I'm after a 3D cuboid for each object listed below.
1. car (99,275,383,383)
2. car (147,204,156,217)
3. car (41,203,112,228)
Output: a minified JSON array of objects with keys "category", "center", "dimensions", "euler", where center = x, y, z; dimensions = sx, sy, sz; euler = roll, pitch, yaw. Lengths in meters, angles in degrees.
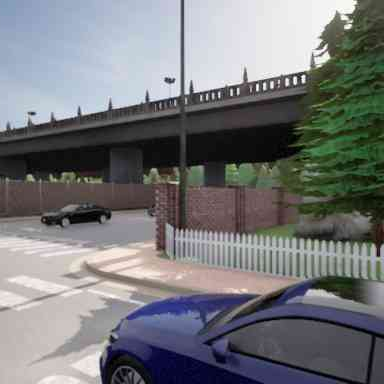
[{"category":"car","center":[1.193,1.525,2.922],"dimensions":[4.674,1.442,1.812],"euler":[0,0,36]},{"category":"car","center":[-2.113,1.396,31.322],"dimensions":[2.097,1.767,4.553],"euler":[0,0,35]},{"category":"car","center":[-7.872,1.521,22.995],"dimensions":[1.882,1.535,5.008],"euler":[0,0,35]}]
